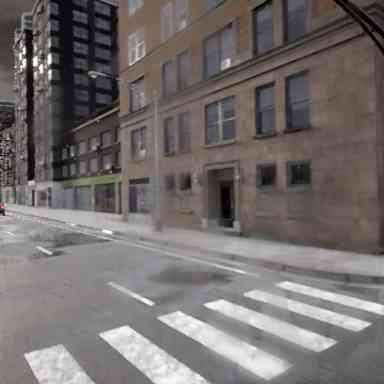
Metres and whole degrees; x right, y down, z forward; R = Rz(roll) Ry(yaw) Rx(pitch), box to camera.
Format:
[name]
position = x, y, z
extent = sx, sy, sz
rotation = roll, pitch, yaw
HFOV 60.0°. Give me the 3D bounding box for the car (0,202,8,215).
[car]
position = -21.475, 1.805, 36.168
extent = 1.812, 1.442, 4.674
rotation = -1, 0, -37
